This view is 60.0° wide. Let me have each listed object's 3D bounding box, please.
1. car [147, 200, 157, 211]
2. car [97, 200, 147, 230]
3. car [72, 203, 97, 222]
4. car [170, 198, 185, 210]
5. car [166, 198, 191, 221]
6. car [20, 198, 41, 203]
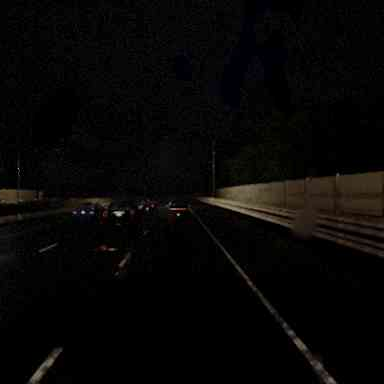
[{"bbox_3d":[-5.234,1.644,40.425,1.895,1.301,4.718,0,0,-3],"label":"car"},{"bbox_3d":[-4.355,1.346,21.474,2.097,1.767,4.553,0,0,-3],"label":"car"},{"bbox_3d":[-8.109,1.569,26.909,2.033,1.411,5.357,0,0,-3],"label":"car"},{"bbox_3d":[-1.882,1.540,43.650,1.837,1.490,4.892,0,-1,-3],"label":"car"},{"bbox_3d":[-1.108,1.466,26.933,2.128,1.511,4.902,0,0,-3],"label":"car"},{"bbox_3d":[-27.074,1.818,55.865,2.128,1.511,4.902,0,-1,-3],"label":"car"}]
